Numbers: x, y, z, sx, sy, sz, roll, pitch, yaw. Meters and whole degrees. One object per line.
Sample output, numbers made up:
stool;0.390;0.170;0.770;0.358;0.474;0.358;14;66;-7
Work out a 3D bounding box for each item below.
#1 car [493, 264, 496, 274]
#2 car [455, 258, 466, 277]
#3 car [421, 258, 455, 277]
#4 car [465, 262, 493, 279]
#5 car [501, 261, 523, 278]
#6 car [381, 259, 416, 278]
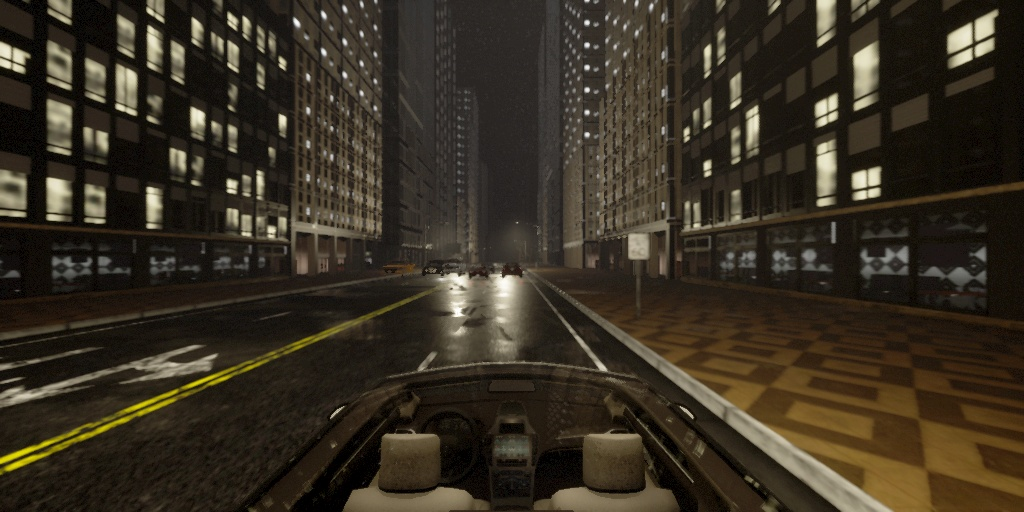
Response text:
car;-3.210;1.511;47.327;1.882;1.535;5.008;0;0;0
car;-6.475;1.202;40.190;2.150;2.045;5.566;0;0;0
car;-6.481;1.032;31.019;1.837;1.490;4.892;0;0;0
car;-3.228;1.552;36.077;1.895;1.301;4.718;0;0;0
car;0.023;1.305;36.433;2.097;1.767;4.553;0;0;0
car;-9.731;1.010;31.021;1.882;1.535;5.008;0;0;0
